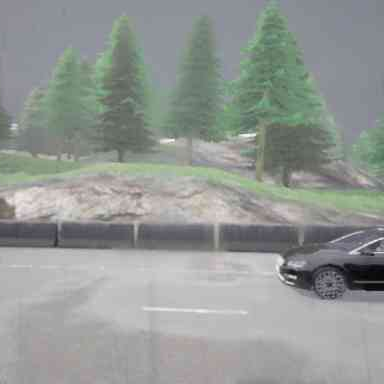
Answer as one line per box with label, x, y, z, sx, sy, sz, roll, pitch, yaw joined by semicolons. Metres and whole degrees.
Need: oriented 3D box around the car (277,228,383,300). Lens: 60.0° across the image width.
car;4.565;1.636;7.971;4.902;1.511;2.128;0;-1;6
